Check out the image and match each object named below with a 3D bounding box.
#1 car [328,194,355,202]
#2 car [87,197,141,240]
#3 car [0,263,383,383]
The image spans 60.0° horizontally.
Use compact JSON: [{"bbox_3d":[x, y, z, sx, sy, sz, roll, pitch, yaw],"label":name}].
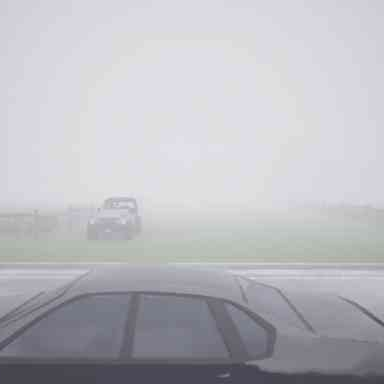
[{"bbox_3d":[27.390,1.209,60.824,4.605,1.855,1.932,0,0,1],"label":"car"},{"bbox_3d":[-3.572,1.212,15.899,1.905,1.878,3.866,0,0,1],"label":"car"},{"bbox_3d":[-0.650,1.547,3.549,5.357,1.411,2.033,0,0,1],"label":"car"}]
